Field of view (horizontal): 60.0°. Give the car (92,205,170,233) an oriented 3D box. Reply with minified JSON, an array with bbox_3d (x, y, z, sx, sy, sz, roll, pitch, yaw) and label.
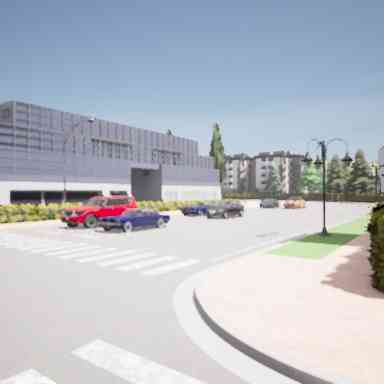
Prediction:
[{"bbox_3d":[-3.467,1.676,20.498,1.895,1.301,4.718,0,0,34],"label":"car"}]

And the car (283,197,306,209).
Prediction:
[{"bbox_3d":[14.126,1.436,45.710,2.097,1.767,4.553,0,0,32],"label":"car"}]

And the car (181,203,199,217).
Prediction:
[{"bbox_3d":[0.938,1.693,32.814,1.895,1.301,4.718,0,0,35],"label":"car"}]

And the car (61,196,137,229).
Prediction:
[{"bbox_3d":[-6.124,1.310,22.892,2.150,2.045,5.566,0,0,36],"label":"car"}]

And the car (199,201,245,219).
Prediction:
[{"bbox_3d":[3.049,1.570,29.752,2.128,1.511,4.902,0,0,35],"label":"car"}]

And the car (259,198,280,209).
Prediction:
[{"bbox_3d":[11.105,1.623,47.425,1.812,1.442,4.674,0,0,32],"label":"car"}]
